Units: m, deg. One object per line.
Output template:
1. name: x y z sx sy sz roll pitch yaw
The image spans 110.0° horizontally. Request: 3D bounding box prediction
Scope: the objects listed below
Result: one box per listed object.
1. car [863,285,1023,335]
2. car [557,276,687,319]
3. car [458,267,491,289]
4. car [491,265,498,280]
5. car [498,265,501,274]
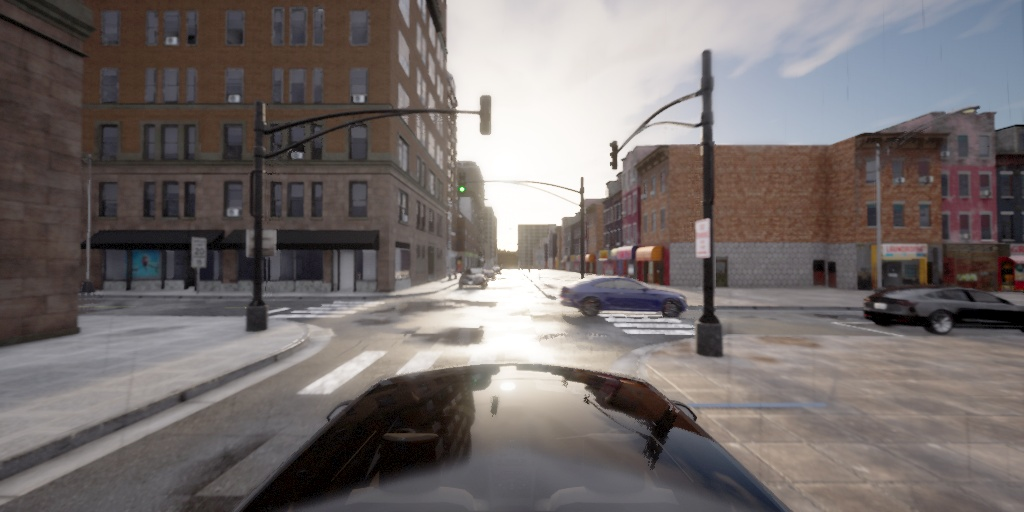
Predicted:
1. car: 13.214 1.566 10.830 4.313 1.339 1.948 0 0 0
2. car: 4.062 1.479 13.452 4.674 1.442 1.812 1 -1 0
3. car: -2.853 1.630 26.986 1.812 1.442 4.674 0 -1 0
4. car: -2.852 1.885 39.018 1.994 1.385 4.181 0 -1 0
5. car: -2.783 2.243 59.775 2.128 1.511 4.902 0 -1 0
